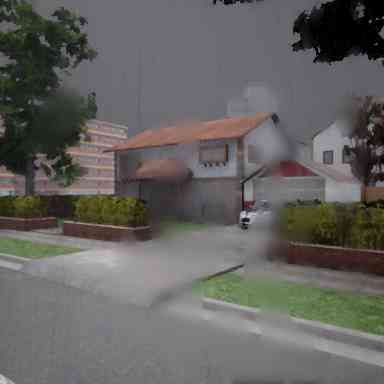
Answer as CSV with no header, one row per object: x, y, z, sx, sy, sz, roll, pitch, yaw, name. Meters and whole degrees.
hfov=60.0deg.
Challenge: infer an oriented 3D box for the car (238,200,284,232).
4.023,1.168,17.438,1.970,1.475,3.806,0,0,36,car
